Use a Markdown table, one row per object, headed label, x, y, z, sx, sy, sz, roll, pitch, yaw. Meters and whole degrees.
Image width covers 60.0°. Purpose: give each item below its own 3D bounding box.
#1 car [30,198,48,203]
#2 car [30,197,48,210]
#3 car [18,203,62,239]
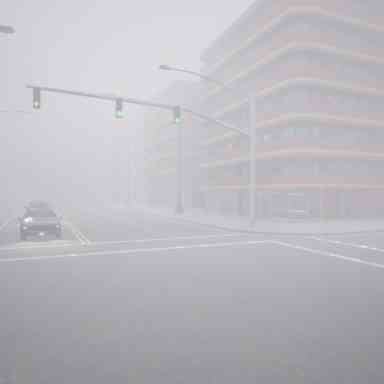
| label | x | y | z | sx | sy | sz | roll | pitch | yaw |
| --- | --- | --- | --- | --- | --- | --- | --- | --- | --- |
| car | -12.278 | 1.505 | 26.714 | 1.837 | 1.490 | 4.892 | 0 | 0 | -25 |
| car | -20.819 | 1.491 | 45.251 | 2.128 | 1.511 | 4.902 | 0 | 0 | -24 |
| car | -8.093 | 1.547 | 17.769 | 2.033 | 1.411 | 5.357 | 0 | 0 | -25 |
